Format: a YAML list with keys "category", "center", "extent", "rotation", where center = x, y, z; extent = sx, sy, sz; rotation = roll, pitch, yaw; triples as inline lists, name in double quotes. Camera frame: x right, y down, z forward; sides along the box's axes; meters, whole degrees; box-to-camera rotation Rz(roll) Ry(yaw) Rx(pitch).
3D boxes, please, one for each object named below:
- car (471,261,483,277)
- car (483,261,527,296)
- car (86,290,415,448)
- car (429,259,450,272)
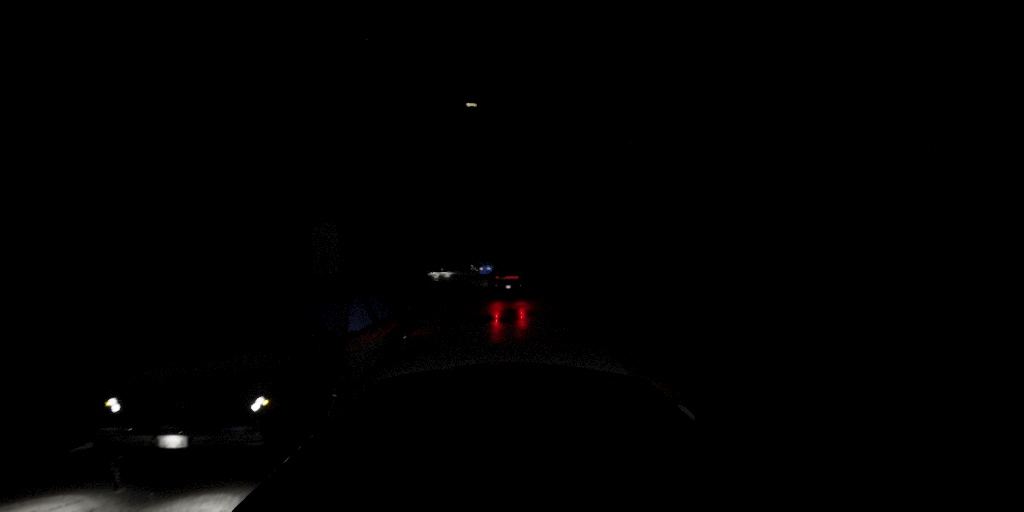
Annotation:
- category: "car"
  center: [-2.726, 1.137, 33.962]
  extent: [2.033, 1.411, 5.357]
  rotation: [-1, 1, -14]
- category: "car"
  center: [-0.335, 1.202, 18.927]
  extent: [2.128, 1.511, 4.902]
  rotation: [0, 0, -4]
- category: "car"
  center: [-3.113, 1.313, 5.943]
  extent: [2.033, 1.411, 5.357]
  rotation: [0, 0, 0]
- category: "car"
  center: [-8.736, 1.118, 42.625]
  extent: [2.033, 1.411, 5.357]
  rotation: [-1, 1, -21]
